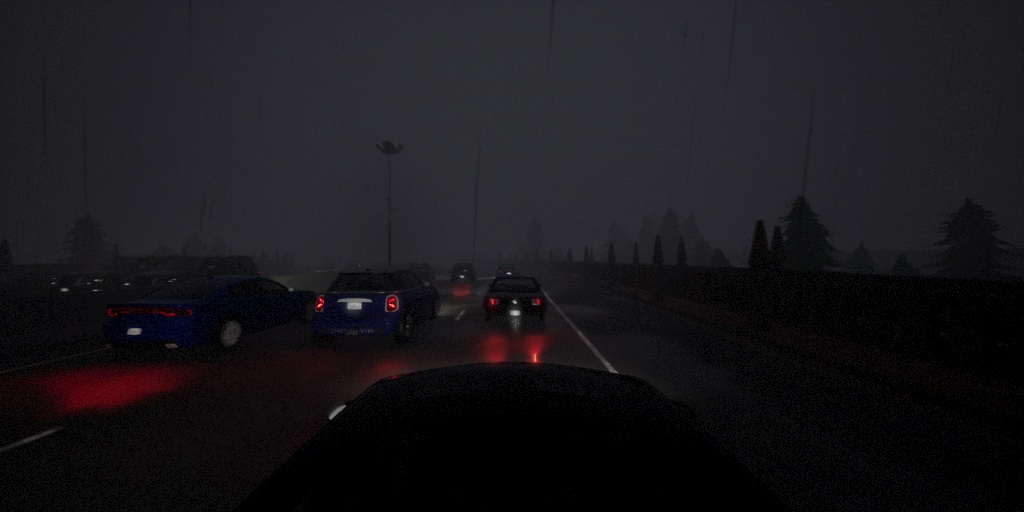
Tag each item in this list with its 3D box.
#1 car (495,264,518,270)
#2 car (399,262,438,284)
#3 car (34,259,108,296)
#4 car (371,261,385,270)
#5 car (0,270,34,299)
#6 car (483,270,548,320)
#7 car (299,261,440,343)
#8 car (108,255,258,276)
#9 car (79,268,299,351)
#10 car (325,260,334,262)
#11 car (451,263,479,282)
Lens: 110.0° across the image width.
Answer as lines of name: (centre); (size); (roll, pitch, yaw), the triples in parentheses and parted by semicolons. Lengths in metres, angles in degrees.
car: (-0.412, 1.338, 29.922); (1.994, 1.385, 4.181); (0, 0, -5)
car: (-7.303, 1.265, 28.572); (2.128, 1.511, 4.902); (0, 0, -4)
car: (-17.625, 0.978, 16.869); (2.150, 2.045, 5.566); (0, 0, 0)
car: (-21.383, 1.446, 57.110); (1.994, 1.385, 4.181); (0, 0, -22)
car: (-21.104, 1.303, 15.736); (2.033, 1.411, 5.357); (0, 0, 0)
car: (0.098, 1.354, 12.551); (1.895, 1.301, 4.718); (0, 0, 0)
car: (-3.401, 1.103, 9.869); (2.097, 1.767, 4.553); (0, 0, 0)
car: (-14.123, 0.978, 16.346); (2.150, 2.045, 5.566); (0, 0, 0)
car: (-6.902, 1.228, 9.028); (1.882, 1.535, 5.008); (0, 0, 0)
car: (-28.334, 1.422, 55.652); (1.812, 1.442, 4.674); (0, 0, -23)
car: (-3.811, 1.278, 28.787); (1.837, 1.490, 4.892); (0, 0, -4)
